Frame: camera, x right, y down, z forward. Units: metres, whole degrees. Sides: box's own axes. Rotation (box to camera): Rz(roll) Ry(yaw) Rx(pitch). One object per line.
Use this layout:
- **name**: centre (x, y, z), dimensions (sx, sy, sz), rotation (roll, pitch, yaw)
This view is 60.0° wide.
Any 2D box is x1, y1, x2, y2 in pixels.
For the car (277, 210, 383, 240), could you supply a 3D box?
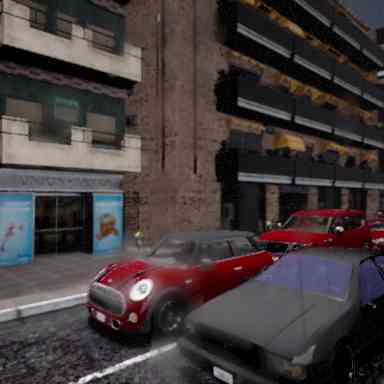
- **car**: centre (4.108, 1.530, 10.754), dimensions (5.009, 1.841, 2.192), rotation (1, -1, -42)

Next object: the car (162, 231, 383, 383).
- **car**: centre (2.303, 1.659, 5.464), dimensions (5.357, 1.411, 2.033), rotation (1, -2, -42)

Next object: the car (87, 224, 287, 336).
- **car**: centre (-0.056, 1.595, 6.954), dimensions (4.097, 1.590, 1.967), rotation (1, -1, -42)
